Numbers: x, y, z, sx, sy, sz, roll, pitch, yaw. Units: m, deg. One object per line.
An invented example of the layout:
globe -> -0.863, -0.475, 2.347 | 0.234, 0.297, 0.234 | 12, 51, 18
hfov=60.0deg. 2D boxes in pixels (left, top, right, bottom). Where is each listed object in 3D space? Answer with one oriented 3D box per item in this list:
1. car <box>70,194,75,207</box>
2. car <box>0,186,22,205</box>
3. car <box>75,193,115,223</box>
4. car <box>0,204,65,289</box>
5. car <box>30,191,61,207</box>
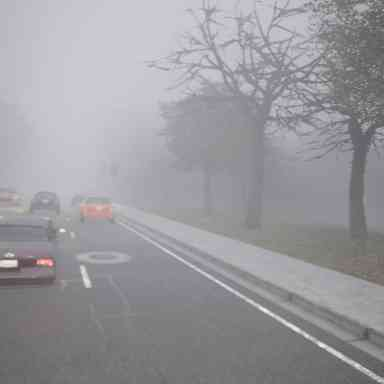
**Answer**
car -> -12.490, 0.874, 37.242 | 1.837, 1.490, 4.892 | 4, 0, -22
car -> -17.021, 0.353, 30.734 | 2.097, 1.767, 4.553 | 4, 0, -22
car -> -6.541, 1.027, 22.563 | 2.097, 1.767, 4.553 | 4, 0, -22
car -> -4.278, 1.295, 8.382 | 2.033, 1.411, 5.357 | 4, 0, -22
car -> -11.579, 0.701, 26.450 | 2.097, 1.767, 4.553 | 4, 0, -22
